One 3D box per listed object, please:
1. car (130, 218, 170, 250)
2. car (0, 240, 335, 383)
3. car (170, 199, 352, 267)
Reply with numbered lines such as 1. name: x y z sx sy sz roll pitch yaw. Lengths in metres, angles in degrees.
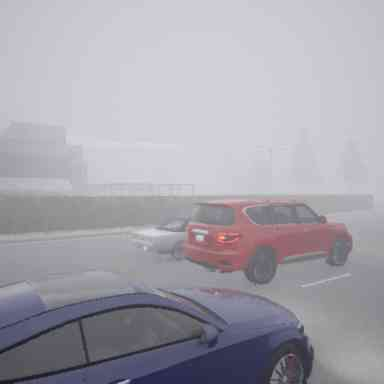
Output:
1. car: 0.219 1.600 12.495 4.718 1.301 1.895 0 0 -35
2. car: -0.819 1.525 3.179 4.674 1.442 1.812 0 0 -36
3. car: 2.367 1.221 9.728 5.566 2.045 2.150 0 0 -35
